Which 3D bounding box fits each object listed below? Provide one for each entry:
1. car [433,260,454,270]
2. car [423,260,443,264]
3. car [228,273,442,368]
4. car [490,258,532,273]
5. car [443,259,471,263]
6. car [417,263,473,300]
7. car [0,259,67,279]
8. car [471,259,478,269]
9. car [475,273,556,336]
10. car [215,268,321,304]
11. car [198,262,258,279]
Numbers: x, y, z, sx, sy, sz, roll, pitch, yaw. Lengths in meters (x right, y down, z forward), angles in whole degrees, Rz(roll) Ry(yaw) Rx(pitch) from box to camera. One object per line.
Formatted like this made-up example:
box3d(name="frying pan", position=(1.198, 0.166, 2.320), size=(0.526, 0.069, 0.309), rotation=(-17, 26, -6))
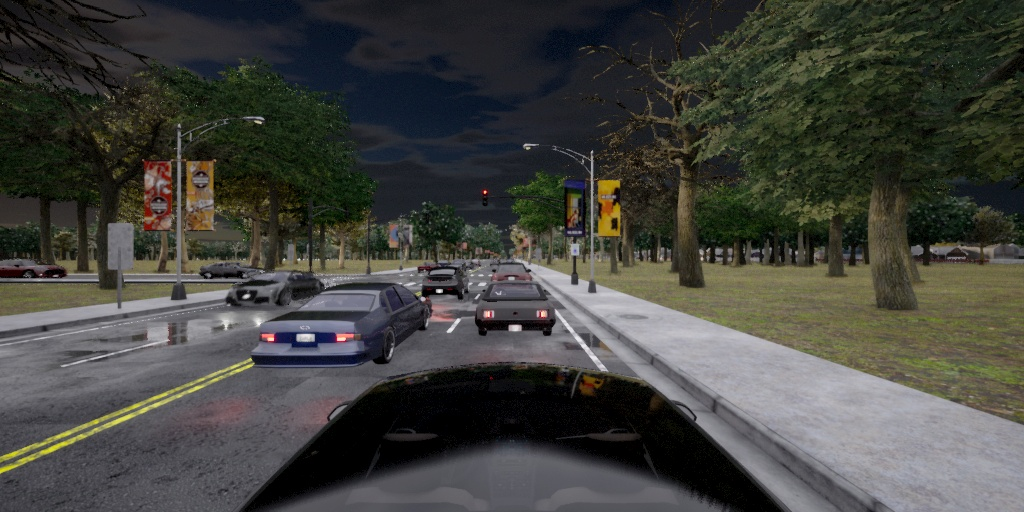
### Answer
box3d(name="car", position=(-10.081, 1.320, 53.047), size=(2.033, 1.411, 5.357), rotation=(0, 0, 0))
box3d(name="car", position=(-10.039, 1.366, 43.395), size=(1.895, 1.301, 4.718), rotation=(0, 0, 0))
box3d(name="car", position=(-3.173, 1.298, 7.996), size=(2.033, 1.411, 5.357), rotation=(0, 0, 0))
box3d(name="car", position=(-0.015, 1.105, 19.357), size=(2.097, 1.767, 4.553), rotation=(0, 0, 0))
box3d(name="car", position=(-6.793, 1.257, 44.885), size=(2.128, 1.511, 4.902), rotation=(0, 0, 0))
box3d(name="car", position=(-3.199, 1.258, 17.830), size=(1.837, 1.490, 4.892), rotation=(0, 0, -2))
box3d(name="car", position=(-40.036, 1.068, 29.688), size=(4.553, 1.767, 2.097), rotation=(0, 0, 0))
box3d(name="car", position=(-6.834, 1.265, 54.221), size=(2.128, 1.511, 4.902), rotation=(0, 0, 0))
box3d(name="car", position=(0.067, 1.352, 10.371), size=(1.895, 1.301, 4.718), rotation=(0, 0, 0))
box3d(name="car", position=(-9.903, 1.316, 15.363), size=(1.994, 1.385, 4.181), rotation=(0, 0, 0))
box3d(name="car", position=(-23.067, 1.225, 29.751), size=(4.902, 1.511, 2.128), rotation=(0, 0, 0))
